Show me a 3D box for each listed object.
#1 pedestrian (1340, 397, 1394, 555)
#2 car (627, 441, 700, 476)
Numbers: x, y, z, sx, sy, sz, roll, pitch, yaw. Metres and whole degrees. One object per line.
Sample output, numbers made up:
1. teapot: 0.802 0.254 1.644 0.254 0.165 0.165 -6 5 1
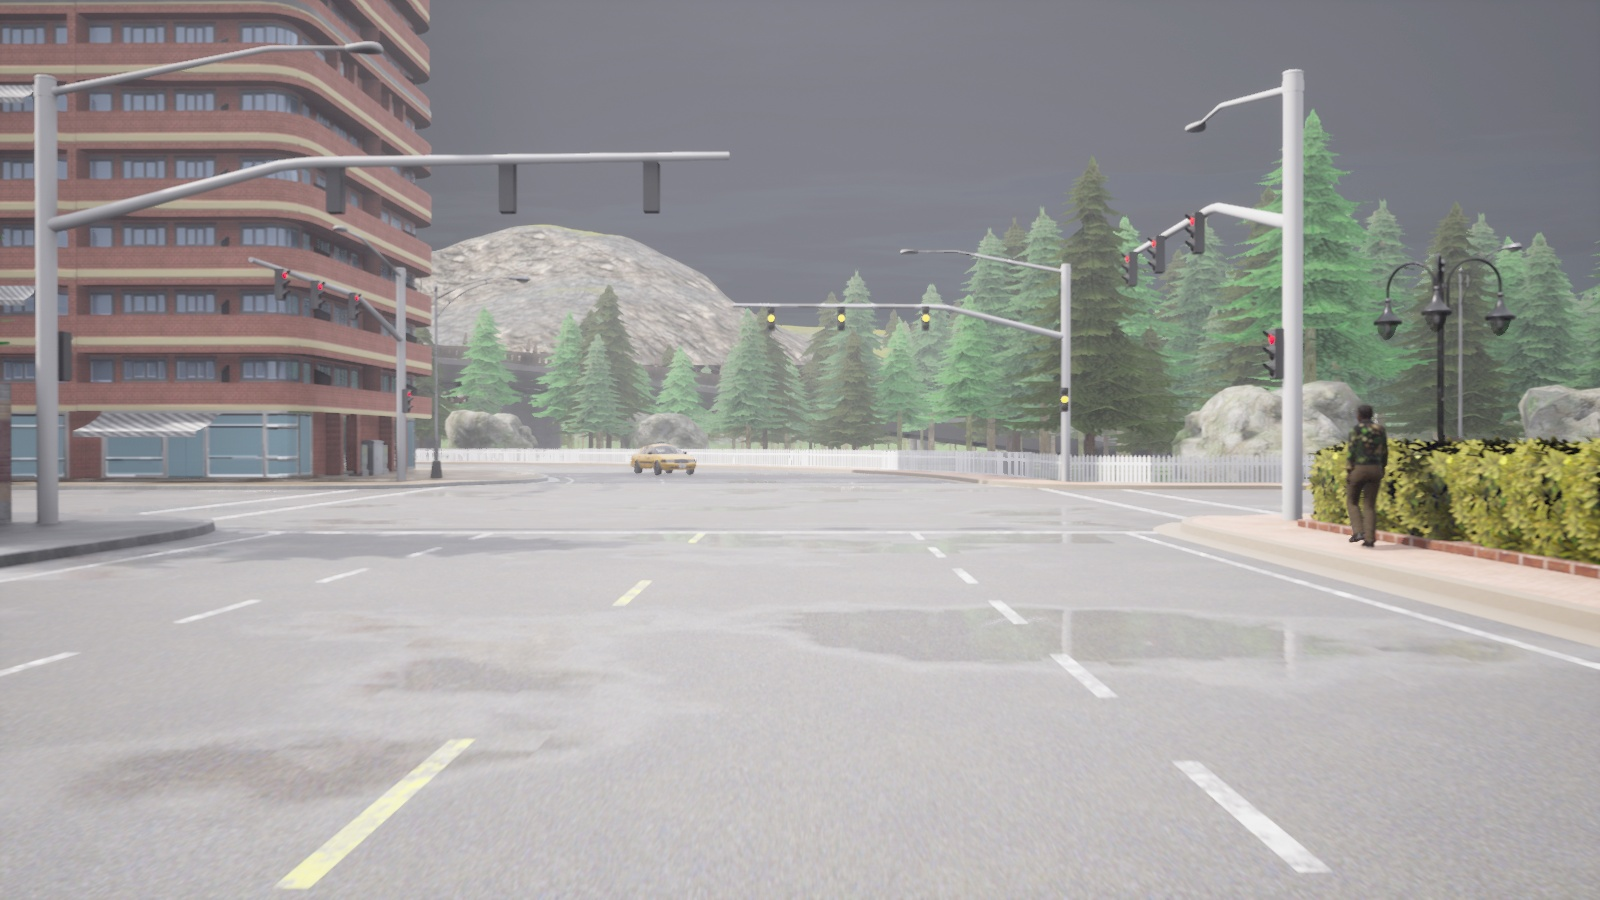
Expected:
1. pedestrian: 7.099 0.317 15.740 0.395 1.930 0.692 0 0 3
2. car: -6.479 0.347 59.136 1.801 1.575 5.366 0 0 -25
